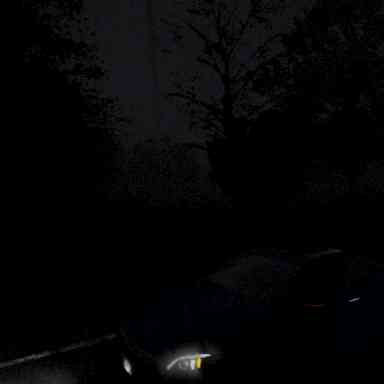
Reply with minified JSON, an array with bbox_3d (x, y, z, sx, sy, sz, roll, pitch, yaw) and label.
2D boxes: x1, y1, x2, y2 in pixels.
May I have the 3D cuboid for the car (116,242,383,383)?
[{"bbox_3d":[1.294,1.504,4.684,4.674,1.442,1.812,0,0,-33],"label":"car"}]
